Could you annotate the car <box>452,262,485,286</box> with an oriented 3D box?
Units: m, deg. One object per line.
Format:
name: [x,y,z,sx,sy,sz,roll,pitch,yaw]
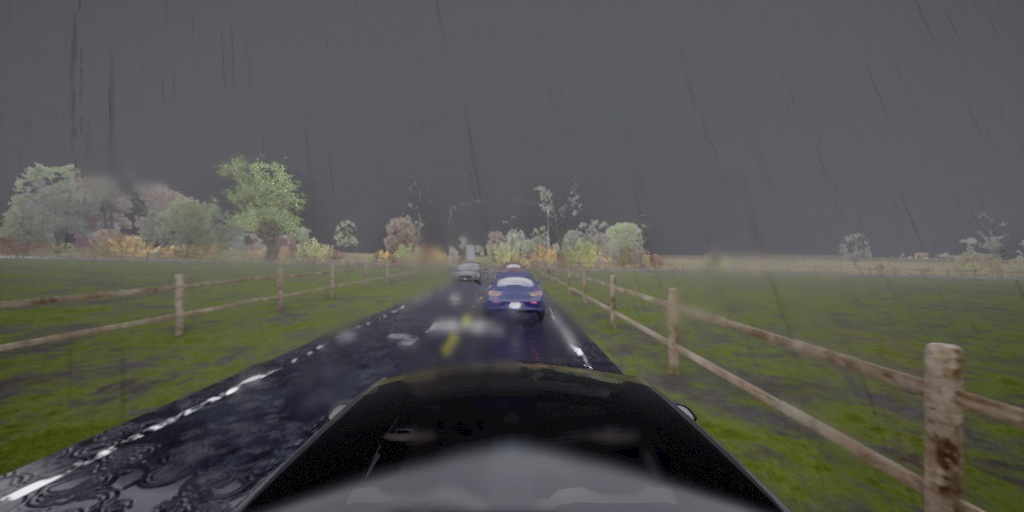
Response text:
car: [-2.840,1.168,24.434,1.837,1.490,4.892,0,0,0]

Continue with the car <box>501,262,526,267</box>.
car: [0.105,1.178,27.610,1.812,1.442,4.674,0,0,0]

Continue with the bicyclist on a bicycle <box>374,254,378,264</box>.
bicyclist on a bicycle: [-22.576,0.507,59.575,0.582,1.620,1.656,1,0,0]

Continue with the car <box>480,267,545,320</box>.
car: [0.100,1.234,12.306,1.812,1.442,4.674,0,-1,0]
